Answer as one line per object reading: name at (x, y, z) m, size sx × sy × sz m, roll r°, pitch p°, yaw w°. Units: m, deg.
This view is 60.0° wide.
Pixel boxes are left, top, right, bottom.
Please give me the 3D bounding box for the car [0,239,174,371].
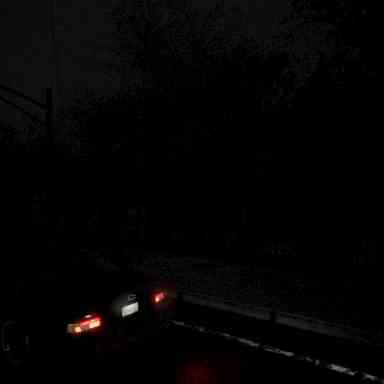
car at (-2.834, 1.547, 5.712) m, size 5.357 × 1.411 × 2.033 m, roll 0°, pitch 0°, yaw 36°
